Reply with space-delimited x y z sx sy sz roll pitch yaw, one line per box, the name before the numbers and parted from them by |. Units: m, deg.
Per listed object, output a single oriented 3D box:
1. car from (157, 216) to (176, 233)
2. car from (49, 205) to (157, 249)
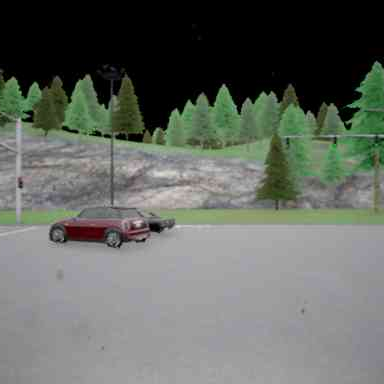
car | -3.427 1.704 18.692 4.718 1.301 1.895 0 0 22
car | -4.224 1.438 15.056 4.553 1.767 2.097 0 0 25
